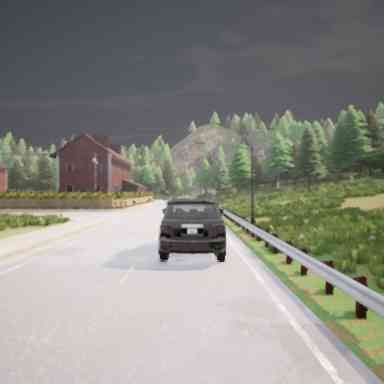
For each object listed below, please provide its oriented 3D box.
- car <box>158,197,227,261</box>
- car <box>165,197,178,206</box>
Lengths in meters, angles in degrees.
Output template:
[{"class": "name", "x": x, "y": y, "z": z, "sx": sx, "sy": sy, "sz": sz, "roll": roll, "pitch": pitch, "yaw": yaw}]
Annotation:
[{"class": "car", "x": 0.031, "y": 1.218, "z": 12.348, "sx": 2.150, "sy": 2.045, "sz": 5.566, "roll": 0, "pitch": 0, "yaw": 1}, {"class": "car", "x": -3.547, "y": 1.575, "z": 57.177, "sx": 1.895, "sy": 1.301, "sz": 4.718, "roll": 0, "pitch": 0, "yaw": 1}]
